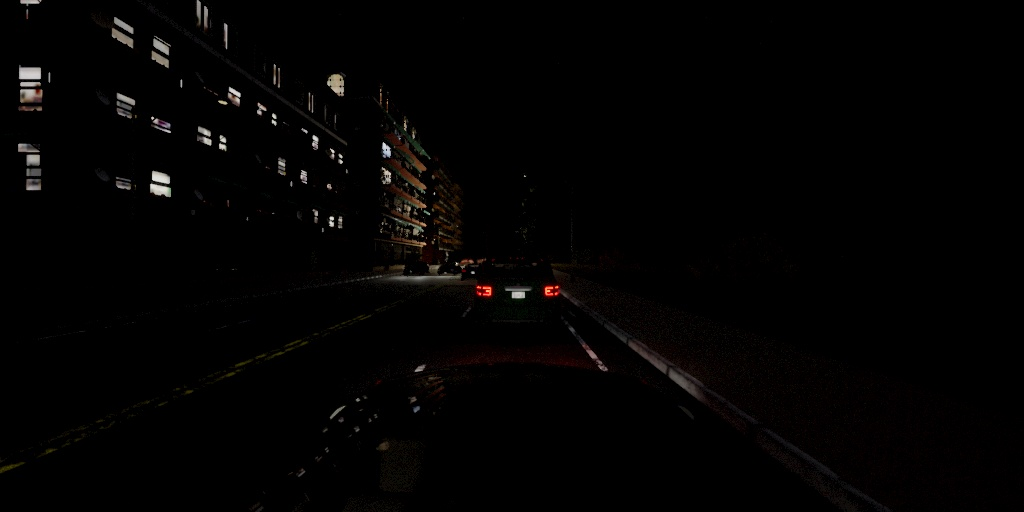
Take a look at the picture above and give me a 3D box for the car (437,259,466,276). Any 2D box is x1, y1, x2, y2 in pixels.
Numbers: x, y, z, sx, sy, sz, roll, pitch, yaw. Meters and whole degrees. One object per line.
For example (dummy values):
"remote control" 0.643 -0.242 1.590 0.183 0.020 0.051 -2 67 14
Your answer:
"car" -6.585 1.301 38.147 2.033 1.411 5.357 0 0 0

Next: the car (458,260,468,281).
"car" -3.136 1.317 30.697 1.994 1.385 4.181 0 0 0

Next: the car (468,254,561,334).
"car" 0.105 0.973 10.775 2.150 2.045 5.566 0 0 -1

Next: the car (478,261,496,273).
"car" -3.128 1.317 45.200 1.994 1.385 4.181 0 0 0

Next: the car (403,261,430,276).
"car" -9.835 1.258 37.220 1.837 1.490 4.892 0 0 0
